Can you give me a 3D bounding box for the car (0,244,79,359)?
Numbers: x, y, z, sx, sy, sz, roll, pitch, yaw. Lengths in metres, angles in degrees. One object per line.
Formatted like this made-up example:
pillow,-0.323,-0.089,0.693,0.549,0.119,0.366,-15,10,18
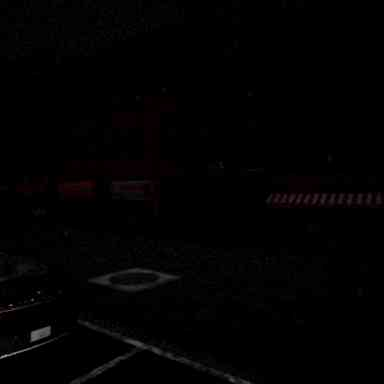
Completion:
car,-3.664,1.532,5.437,4.403,1.369,2.008,0,-1,36
